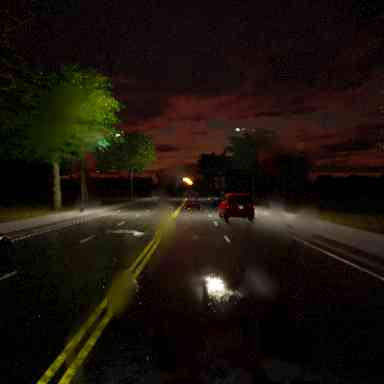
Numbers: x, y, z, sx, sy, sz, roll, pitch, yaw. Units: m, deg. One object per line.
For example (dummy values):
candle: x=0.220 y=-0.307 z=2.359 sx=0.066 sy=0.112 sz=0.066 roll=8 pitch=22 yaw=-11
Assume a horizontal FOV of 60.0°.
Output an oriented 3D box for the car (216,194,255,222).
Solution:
car: x=3.356 y=1.129 z=25.481 sx=2.150 sy=2.045 sz=5.566 roll=0 pitch=0 yaw=0

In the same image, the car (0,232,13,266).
car: x=-6.568 y=1.532 z=8.644 sx=1.994 sy=1.385 sz=4.181 roll=0 pitch=0 yaw=1

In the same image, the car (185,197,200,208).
car: x=0.112 y=1.392 z=44.223 sx=2.033 sy=1.411 sz=5.357 roll=0 pitch=0 yaw=0

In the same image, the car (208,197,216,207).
car: x=3.363 y=1.402 z=46.378 sx=1.994 sy=1.385 sz=4.181 roll=0 pitch=0 yaw=0
